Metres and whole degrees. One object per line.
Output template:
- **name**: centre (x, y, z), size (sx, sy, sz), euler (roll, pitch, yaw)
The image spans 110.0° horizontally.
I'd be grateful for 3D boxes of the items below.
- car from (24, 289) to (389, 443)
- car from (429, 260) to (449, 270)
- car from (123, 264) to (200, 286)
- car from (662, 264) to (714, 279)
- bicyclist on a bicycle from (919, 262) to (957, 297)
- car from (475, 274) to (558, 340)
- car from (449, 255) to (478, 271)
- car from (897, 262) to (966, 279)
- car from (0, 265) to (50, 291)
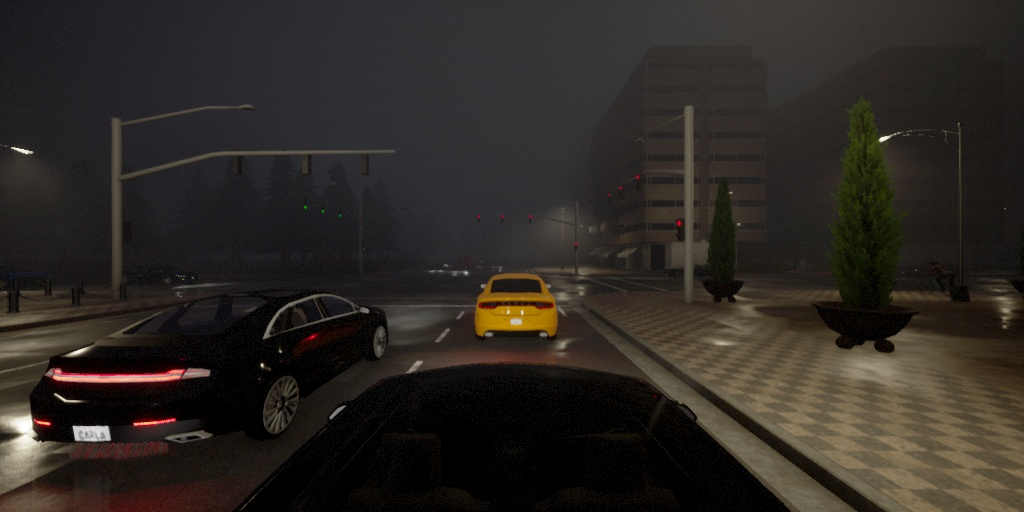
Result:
- **car**: centre (-3.423, 1.238, 5.364), size (2.128, 1.511, 4.902), euler (0, 0, 1)
- **car**: centre (-10.115, 1.250, 50.577), size (2.033, 1.411, 5.357), euler (0, 0, 4)
- **car**: centre (-24.878, 1.287, 25.228), size (4.892, 1.490, 1.837), euler (0, 0, 0)
- **car**: centre (16.257, 1.377, 32.534), size (4.718, 1.301, 1.895), euler (0, 0, 0)
- **bicyclist on a bicycle**: centre (20.288, 1.092, 17.060), size (0.582, 1.620, 1.656), euler (0, 0, 0)
- **car**: centre (0.107, 1.220, 9.946), size (1.882, 1.535, 5.008), euler (0, 0, 0)
- **car**: centre (-6.652, 0.923, 49.516), size (2.150, 2.045, 5.566), euler (0, 0, 5)
- **car**: centre (37.978, 1.268, 32.571), size (4.902, 1.511, 2.128), euler (0, 0, 0)
- **car**: centre (-31.206, 1.264, 21.711), size (5.008, 1.535, 1.882), euler (0, 0, 0)
